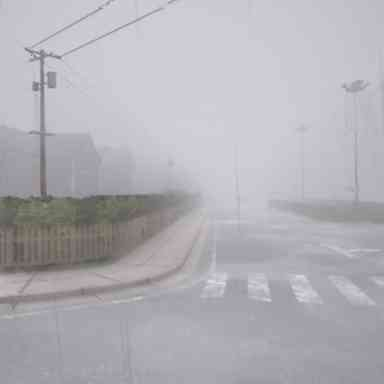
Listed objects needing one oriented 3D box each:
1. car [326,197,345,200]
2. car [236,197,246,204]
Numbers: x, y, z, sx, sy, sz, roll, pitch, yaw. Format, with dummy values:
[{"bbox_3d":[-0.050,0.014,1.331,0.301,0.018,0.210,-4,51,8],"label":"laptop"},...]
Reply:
[{"bbox_3d":[24.067,1.565,57.066,1.837,1.490,4.892,0,-1,-25],"label":"car"},{"bbox_3d":[10.449,1.801,70.627,2.128,1.511,4.902,-1,0,4],"label":"car"}]
